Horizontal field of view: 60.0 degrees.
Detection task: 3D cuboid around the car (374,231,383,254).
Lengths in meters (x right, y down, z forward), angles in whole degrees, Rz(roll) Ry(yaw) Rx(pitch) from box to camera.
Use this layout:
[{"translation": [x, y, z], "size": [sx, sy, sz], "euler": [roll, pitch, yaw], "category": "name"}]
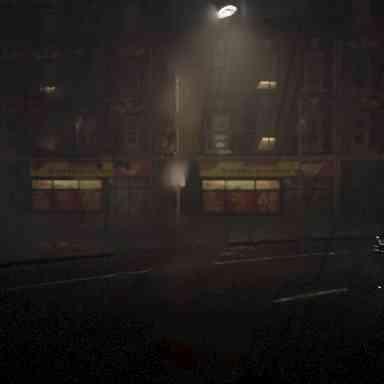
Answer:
[{"translation": [8.420, 1.472, 10.927], "size": [4.892, 1.490, 1.837], "euler": [0, 0, -15], "category": "car"}]
